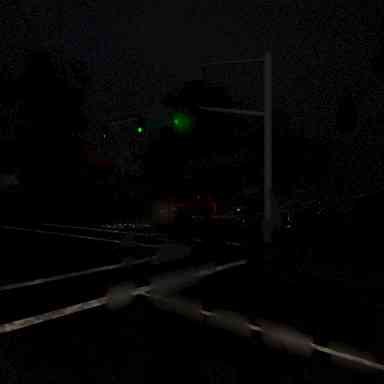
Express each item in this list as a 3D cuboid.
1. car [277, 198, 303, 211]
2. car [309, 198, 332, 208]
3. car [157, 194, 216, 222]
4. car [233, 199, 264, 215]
[{"bbox_3d":[12.279,1.530,41.512,1.812,1.442,4.674,0,0,41],"label":"car"},{"bbox_3d":[18.913,1.605,49.118,1.895,1.301,4.718,0,0,41],"label":"car"},{"bbox_3d":[-0.334,1.226,27.011,2.150,2.045,5.566,0,0,41],"label":"car"},{"bbox_3d":[6.178,1.496,34.495,2.128,1.511,4.902,0,0,41],"label":"car"}]
